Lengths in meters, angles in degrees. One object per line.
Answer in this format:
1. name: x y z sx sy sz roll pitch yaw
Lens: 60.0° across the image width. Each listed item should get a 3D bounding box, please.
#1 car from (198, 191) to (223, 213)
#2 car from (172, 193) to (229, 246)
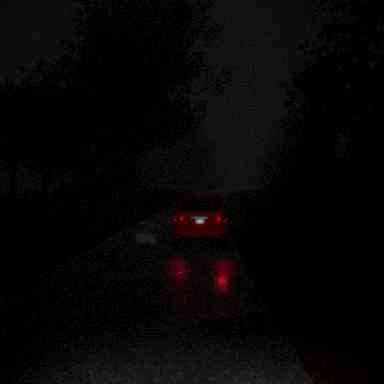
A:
1. car: 1.712 0.792 29.368 1.882 1.535 5.008 0 3 6
2. car: 0.439 1.075 14.536 2.150 2.045 5.566 0 1 3
